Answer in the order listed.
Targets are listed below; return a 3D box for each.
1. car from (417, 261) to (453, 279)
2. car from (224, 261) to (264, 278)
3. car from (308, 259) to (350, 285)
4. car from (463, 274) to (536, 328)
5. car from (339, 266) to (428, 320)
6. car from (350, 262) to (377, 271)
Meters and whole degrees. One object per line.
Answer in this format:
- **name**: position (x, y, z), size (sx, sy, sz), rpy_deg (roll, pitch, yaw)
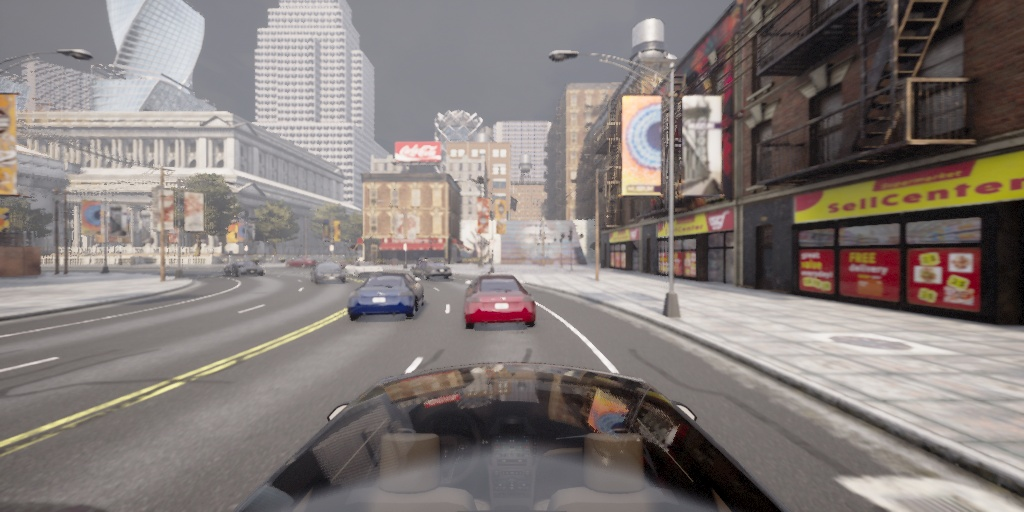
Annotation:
- **car**: position (-6.474, 1.106, 28.432), size (2.033, 1.411, 5.357), rpy_deg (0, 0, -32)
- **car**: position (-23.230, 1.104, 31.062), size (4.181, 1.385, 1.994), rpy_deg (0, 0, 36)
- **car**: position (-12.633, 1.111, 24.618), size (1.812, 1.442, 4.674), rpy_deg (0, 0, -33)
- **car**: position (-0.510, 1.246, 11.253), size (1.994, 1.385, 4.181), rpy_deg (0, 0, -7)
- **car**: position (-4.189, 1.237, 12.432), size (1.994, 1.385, 4.181), rpy_deg (0, 0, -9)
- **car**: position (-13.207, 1.137, 31.555), size (1.895, 1.301, 4.718), rpy_deg (0, 1, -41)
